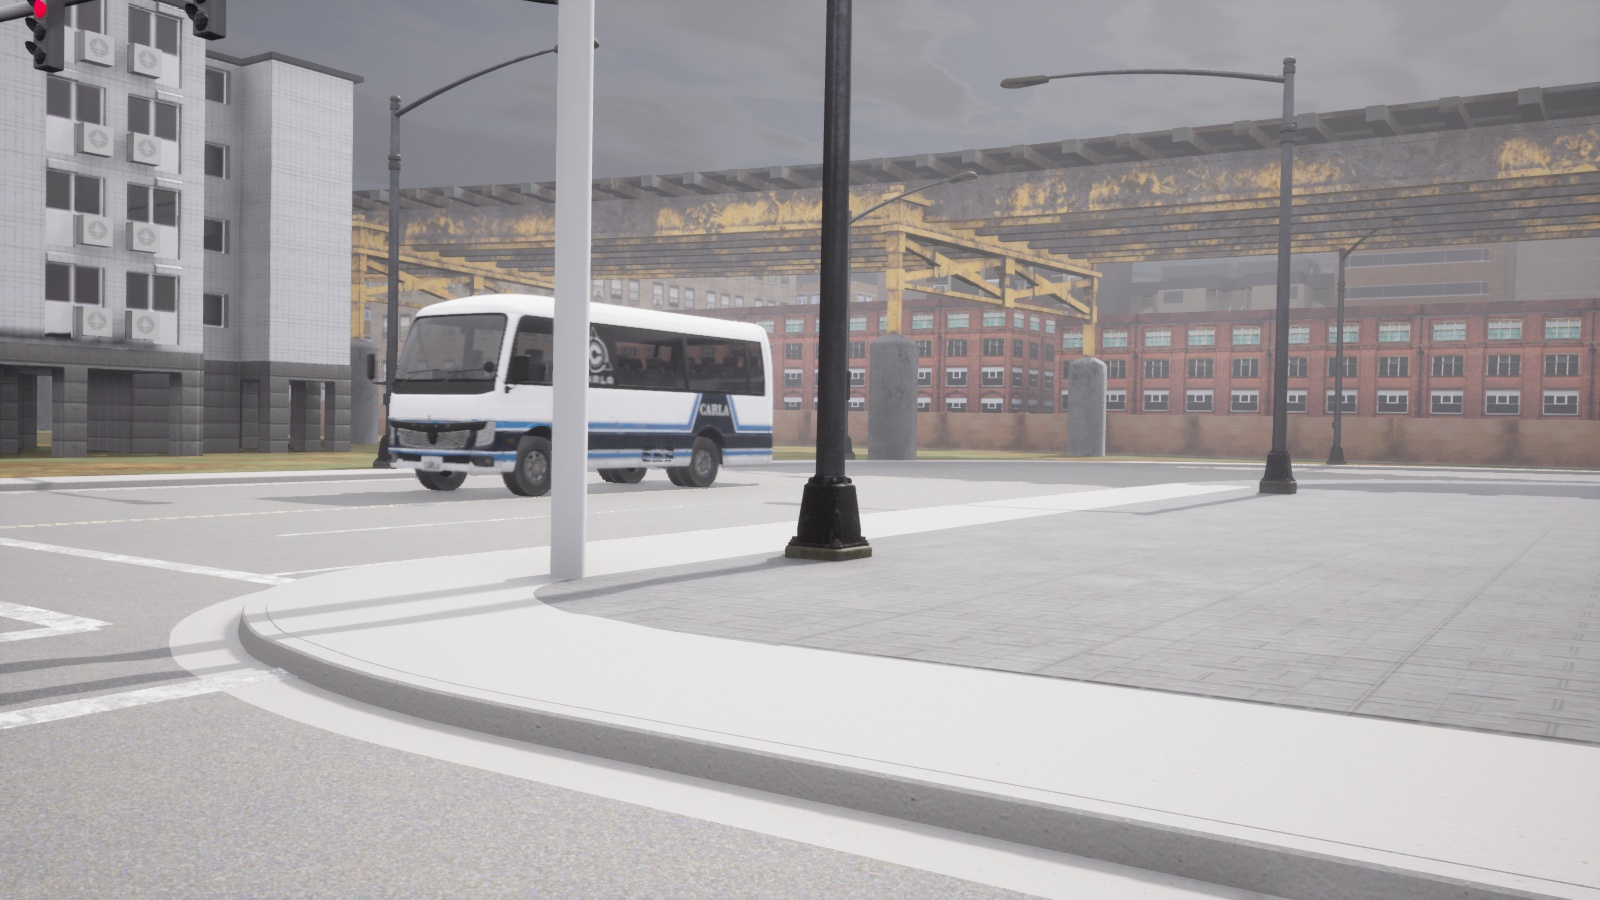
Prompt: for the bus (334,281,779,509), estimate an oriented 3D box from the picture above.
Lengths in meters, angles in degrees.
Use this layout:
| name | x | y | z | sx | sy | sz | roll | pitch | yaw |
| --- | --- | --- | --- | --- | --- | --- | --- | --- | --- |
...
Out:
| name | x | y | z | sx | sy | sz | roll | pitch | yaw |
| --- | --- | --- | --- | --- | --- | --- | --- | --- | --- |
| bus | -5.005 | -1.129 | 28.783 | 3.944 | 4.253 | 10.273 | 1 | 1 | 33 |
